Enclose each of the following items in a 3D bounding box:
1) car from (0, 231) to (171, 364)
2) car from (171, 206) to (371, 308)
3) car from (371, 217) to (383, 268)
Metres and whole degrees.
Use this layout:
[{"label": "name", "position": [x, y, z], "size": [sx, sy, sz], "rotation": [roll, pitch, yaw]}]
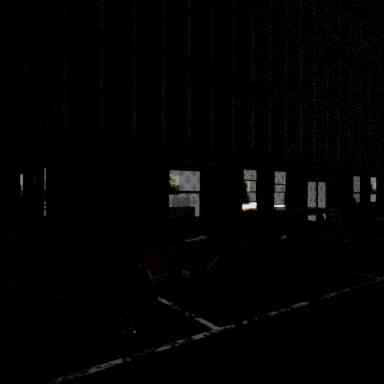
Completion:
[{"label": "car", "position": [-2.610, 1.440, 4.872], "size": [4.097, 1.590, 1.967], "rotation": [0, 0, -35]}, {"label": "car", "position": [1.920, 1.314, 8.092], "size": [5.009, 1.841, 2.192], "rotation": [0, 0, -35]}, {"label": "car", "position": [6.452, 1.561, 11.316], "size": [4.313, 1.339, 1.947], "rotation": [0, 0, -35]}]
